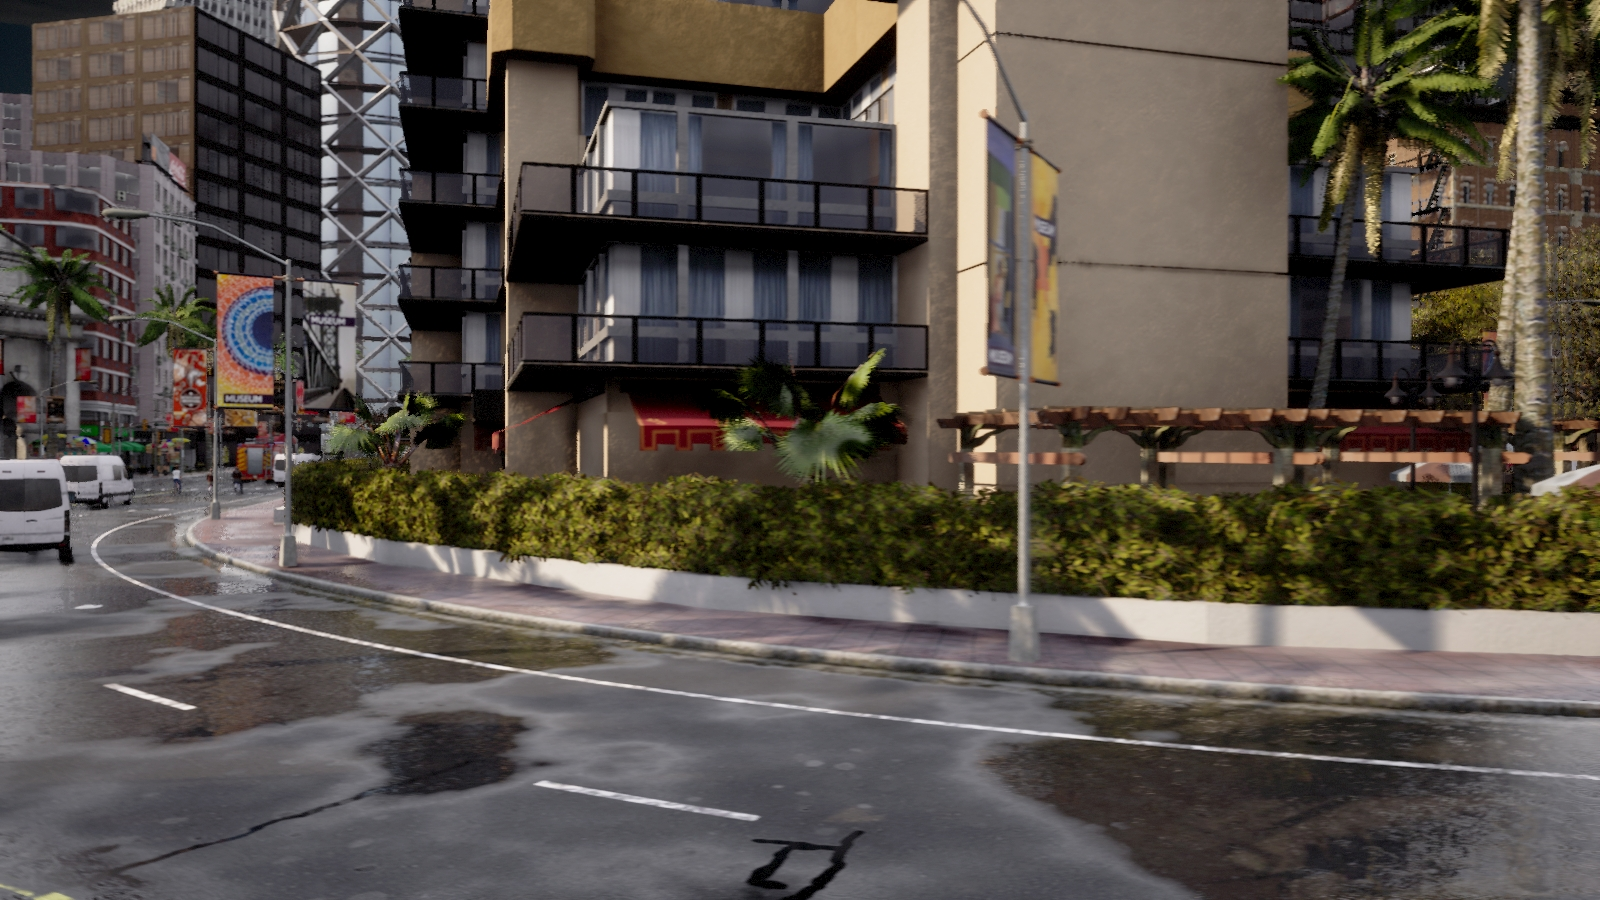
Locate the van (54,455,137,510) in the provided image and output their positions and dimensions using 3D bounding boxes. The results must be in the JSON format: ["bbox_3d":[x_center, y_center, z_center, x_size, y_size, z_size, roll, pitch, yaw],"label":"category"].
[{"bbox_3d":[-34.849,1.552,56.709,1.988,2.561,5.915,0,0,-16],"label":"van"}]

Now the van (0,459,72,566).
[{"bbox_3d":[-20.753,1.544,30.617,1.988,2.561,5.915,0,0,-33],"label":"van"}]
